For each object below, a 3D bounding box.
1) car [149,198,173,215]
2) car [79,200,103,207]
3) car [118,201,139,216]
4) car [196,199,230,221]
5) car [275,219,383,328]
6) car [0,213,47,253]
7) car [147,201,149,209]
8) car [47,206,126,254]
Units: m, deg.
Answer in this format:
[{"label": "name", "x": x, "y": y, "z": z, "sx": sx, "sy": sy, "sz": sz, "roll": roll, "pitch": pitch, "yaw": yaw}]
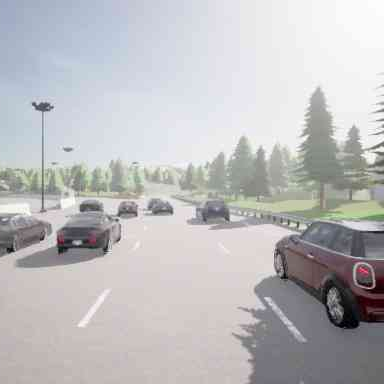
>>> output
[{"label": "car", "x": -3.080, "y": 1.564, "z": 34.498, "sx": 1.994, "sy": 1.385, "sz": 4.181, "roll": 0, "pitch": 0, "yaw": -10}, {"label": "car", "x": -9.867, "y": 1.478, "z": 32.767, "sx": 1.882, "sy": 1.535, "sz": 5.008, "roll": 0, "pitch": 0, "yaw": -10}, {"label": "car", "x": -6.194, "y": 1.547, "z": 32.227, "sx": 2.033, "sy": 1.411, "sz": 5.357, "roll": 0, "pitch": 0, "yaw": -9}, {"label": "car", "x": 1.596, "y": 1.352, "z": 27.137, "sx": 2.097, "sy": 1.767, "sz": 4.553, "roll": 0, "pitch": 0, "yaw": -7}, {"label": "car", "x": 3.332, "y": 1.351, "z": 7.167, "sx": 2.097, "sy": 1.767, "sz": 4.553, "roll": 0, "pitch": 0, "yaw": -2}, {"label": "car", "x": -7.506, "y": 1.547, "z": 13.637, "sx": 2.033, "sy": 1.411, "sz": 5.357, "roll": 0, "pitch": 0, "yaw": -4}, {"label": "car", "x": -4.758, "y": 1.505, "z": 43.260, "sx": 1.837, "sy": 1.490, "sz": 4.892, "roll": 0, "pitch": 0, "yaw": -12}, {"label": "car", "x": -4.020, "y": 1.526, "z": 13.469, "sx": 1.812, "sy": 1.442, "sz": 4.674, "roll": 0, "pitch": 0, "yaw": -4}]
